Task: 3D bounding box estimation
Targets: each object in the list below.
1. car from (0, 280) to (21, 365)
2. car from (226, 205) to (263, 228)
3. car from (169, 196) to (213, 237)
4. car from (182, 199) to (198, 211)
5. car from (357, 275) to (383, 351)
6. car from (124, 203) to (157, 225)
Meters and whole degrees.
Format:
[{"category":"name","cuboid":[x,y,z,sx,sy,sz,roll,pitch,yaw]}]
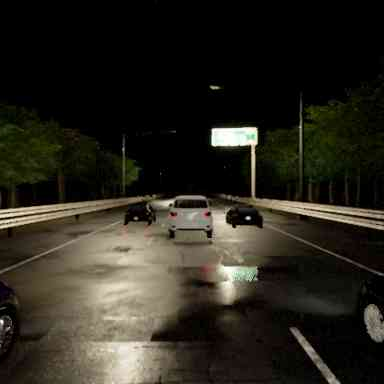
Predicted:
[{"category":"car","cuboid":[-3.466,1.354,2.882,2.097,1.767,4.553,0,0,0]},{"category":"car","cuboid":[3.398,1.562,22.206,1.994,1.385,4.181,0,0,0]},{"category":"car","cuboid":[-0.074,1.221,18.124,2.150,2.045,5.566,0,0,0]},{"category":"car","cuboid":[-0.242,1.593,41.158,1.895,1.301,4.718,0,0,0]},{"category":"car","cuboid":[3.531,1.505,3.315,1.837,1.490,4.892,0,0,0]},{"category":"car","cuboid":[-3.612,1.525,23.653,1.812,1.442,4.674,0,0,0]}]
